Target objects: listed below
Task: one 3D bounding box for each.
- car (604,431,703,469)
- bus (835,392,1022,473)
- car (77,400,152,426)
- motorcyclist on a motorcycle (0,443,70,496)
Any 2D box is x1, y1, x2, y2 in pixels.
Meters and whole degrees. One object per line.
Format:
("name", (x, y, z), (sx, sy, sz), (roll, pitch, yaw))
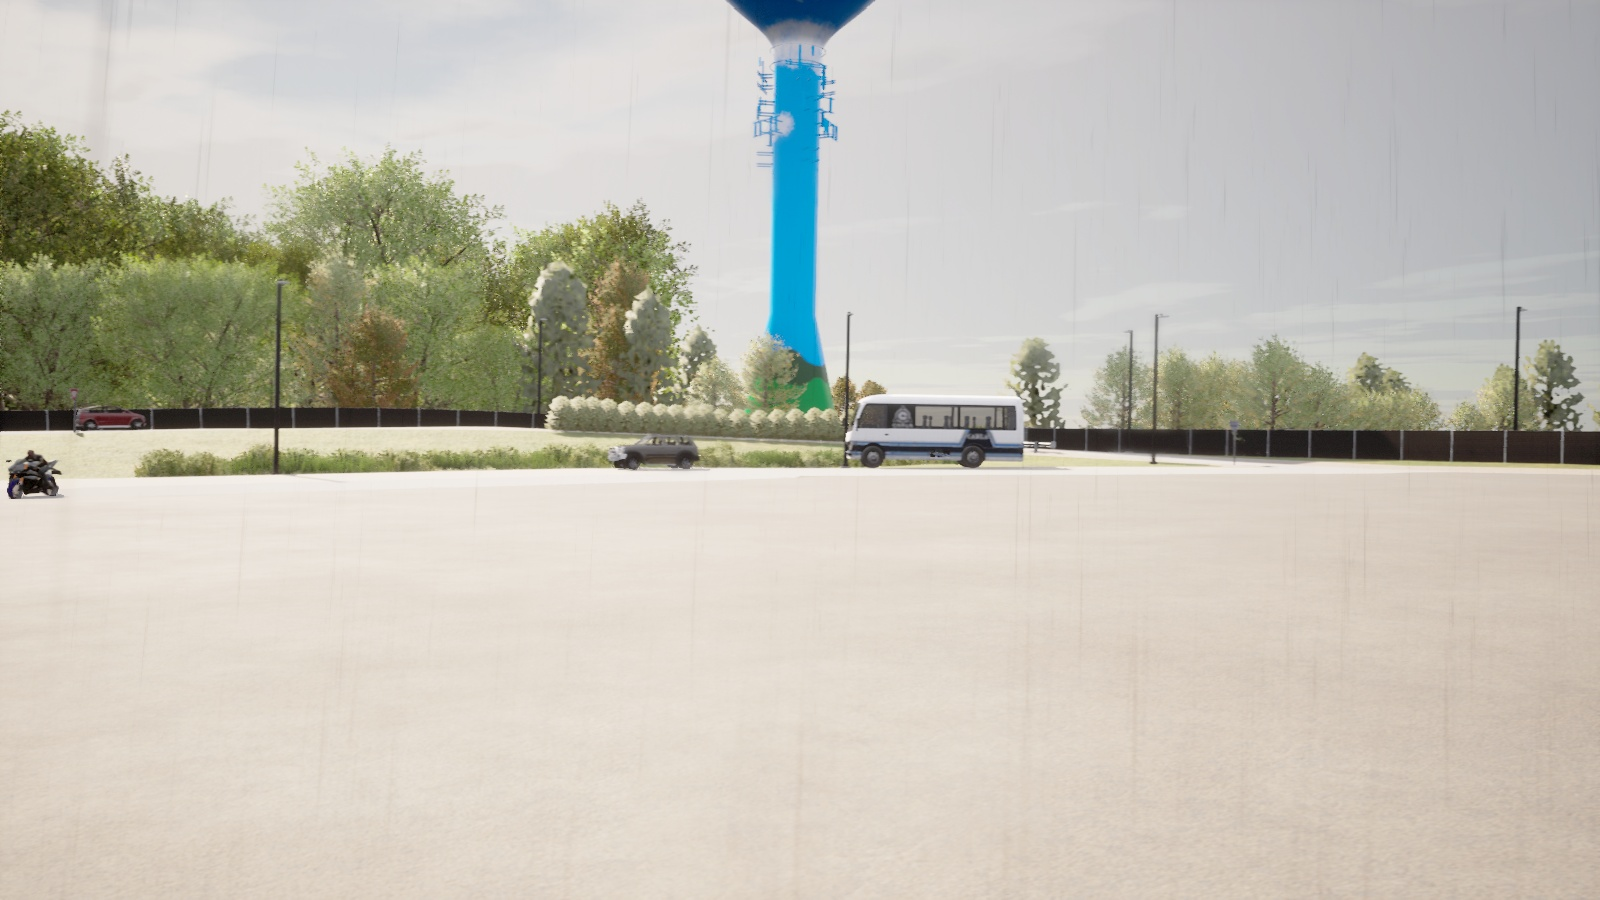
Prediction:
("car", (-7.465, 0.015, 63.960), (4.605, 1.855, 1.932), (0, 1, -28))
("bus", (7.218, -0.984, 72.029), (10.273, 4.253, 3.944), (1, 1, 0))
("car", (-41.571, -2.242, 76.207), (3.705, 1.549, 1.789), (-2, 2, -38))
("motorcyclist on a motorcycle", (-23.428, 0.582, 38.324), (0.866, 1.530, 2.191), (1, 1, 4))
